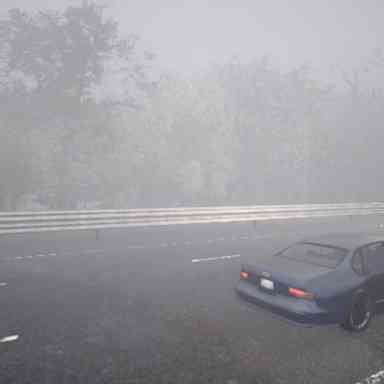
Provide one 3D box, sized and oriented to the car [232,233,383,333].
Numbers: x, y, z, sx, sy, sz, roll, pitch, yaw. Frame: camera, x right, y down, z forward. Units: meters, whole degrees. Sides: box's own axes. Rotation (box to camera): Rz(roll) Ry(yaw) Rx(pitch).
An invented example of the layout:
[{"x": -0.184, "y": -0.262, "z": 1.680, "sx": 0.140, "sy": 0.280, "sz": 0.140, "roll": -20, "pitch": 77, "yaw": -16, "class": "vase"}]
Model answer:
[{"x": 3.379, "y": 1.561, "z": 6.748, "sx": 5.357, "sy": 1.411, "sz": 2.033, "roll": 0, "pitch": 0, "yaw": -31, "class": "car"}]
